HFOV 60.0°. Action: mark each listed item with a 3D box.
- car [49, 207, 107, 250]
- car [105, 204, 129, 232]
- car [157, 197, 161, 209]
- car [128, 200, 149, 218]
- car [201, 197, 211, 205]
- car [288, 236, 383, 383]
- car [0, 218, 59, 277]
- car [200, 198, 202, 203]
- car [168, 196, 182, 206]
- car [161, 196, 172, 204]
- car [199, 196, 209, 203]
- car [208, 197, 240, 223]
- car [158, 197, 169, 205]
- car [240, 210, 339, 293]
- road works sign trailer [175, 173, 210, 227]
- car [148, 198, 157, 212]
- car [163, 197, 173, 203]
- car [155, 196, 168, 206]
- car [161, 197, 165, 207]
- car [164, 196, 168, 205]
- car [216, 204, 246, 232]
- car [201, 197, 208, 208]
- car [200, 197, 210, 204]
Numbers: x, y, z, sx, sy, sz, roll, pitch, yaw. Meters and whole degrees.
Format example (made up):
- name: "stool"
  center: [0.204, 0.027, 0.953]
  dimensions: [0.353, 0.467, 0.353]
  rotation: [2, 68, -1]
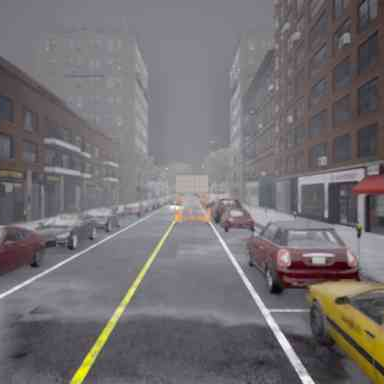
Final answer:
- name: "car"
  center: [-5.383, 1.573, 14.377]
  dimensions: [2.008, 1.369, 4.403]
  rotation: [0, 0, 0]
- name: "car"
  center: [-5.381, 1.581, 19.896]
  dimensions: [2.008, 1.369, 4.403]
  rotation: [0, 0, 0]
- name: "car"
  center: [-5.375, 1.609, 41.972]
  dimensions: [1.887, 1.381, 4.507]
  rotation: [0, 0, 0]
- name: "car"
  center: [-5.378, 1.629, 30.934]
  dimensions: [1.802, 1.307, 4.206]
  rotation: [0, 0, 0]
- name: "car"
  center: [2.656, 1.651, 64.047]
  dimensions: [1.887, 1.381, 4.507]
  rotation: [0, 0, 0]
- name: "car"
  center: [2.639, 1.531, 3.515]
  dimensions: [1.752, 1.417, 4.829]
  rotation: [0, 0, 0]
- name: "car"
  center: [-5.385, 1.596, 8.858]
  dimensions: [1.802, 1.307, 4.206]
  rotation: [0, 0, 0]
- name: "car"
  center: [2.653, 1.664, 53.010]
  dimensions: [1.802, 1.307, 4.206]
  rotation: [0, 0, 0]
- name: "car"
  center: [-2.794, 1.583, 57.179]
  dimensions: [2.128, 1.511, 4.902]
  rotation: [0, 0, 0]
- name: "car"
  center: [-5.367, 1.559, 69.565]
  dimensions: [1.967, 1.590, 4.097]
  rotation: [0, 0, 0]
- name: "car"
  center: [2.659, 1.697, 75.083]
  dimensions: [1.947, 1.339, 4.313]
  rotation: [0, 0, 0]
- name: "car"
  center: [2.645, 1.354, 25.420]
  dimensions: [2.192, 1.841, 5.009]
  rotation: [0, 0, 0]
- name: "car"
  center: [-5.369, 1.632, 63.876]
  dimensions: [1.752, 1.417, 4.829]
  rotation: [0, 0, 0]
- name: "car"
  center: [2.641, 1.454, 8.863]
  dimensions: [1.967, 1.590, 4.097]
  rotation: [0, 0, 0]
- name: "road works sign trailer"
  center: [0.007, 0.499, 22.789]
  dimensions: [2.380, 3.560, 2.880]
  rotation: [0, 0, 0]
- name: "car"
  center: [-5.377, 1.606, 36.453]
  dimensions: [2.008, 1.369, 4.403]
  rotation: [0, 0, 0]
- name: "car"
  center: [-5.366, 1.714, 75.084]
  dimensions: [1.802, 1.307, 4.206]
  rotation: [0, 0, 0]
- name: "car"
  center: [-5.370, 1.534, 58.528]
  dimensions: [1.967, 1.590, 4.097]
  rotation: [0, 0, 0]
- name: "car"
  center: [-5.373, 1.639, 47.490]
  dimensions: [1.947, 1.339, 4.313]
  rotation: [0, 0, 0]
- name: "car"
  center: [-5.372, 1.633, 53.009]
  dimensions: [2.008, 1.369, 4.403]
  rotation: [0, 0, 0]
- name: "car"
  center: [2.644, 1.612, 19.901]
  dimensions: [1.802, 1.307, 4.206]
  rotation: [0, 0, 0]
- name: "car"
  center: [2.652, 1.654, 47.492]
  dimensions: [1.802, 1.307, 4.206]
  rotation: [0, 0, 0]
- name: "car"
  center: [2.658, 1.701, 69.565]
  dimensions: [1.802, 1.307, 4.206]
  rotation: [0, 0, 0]
